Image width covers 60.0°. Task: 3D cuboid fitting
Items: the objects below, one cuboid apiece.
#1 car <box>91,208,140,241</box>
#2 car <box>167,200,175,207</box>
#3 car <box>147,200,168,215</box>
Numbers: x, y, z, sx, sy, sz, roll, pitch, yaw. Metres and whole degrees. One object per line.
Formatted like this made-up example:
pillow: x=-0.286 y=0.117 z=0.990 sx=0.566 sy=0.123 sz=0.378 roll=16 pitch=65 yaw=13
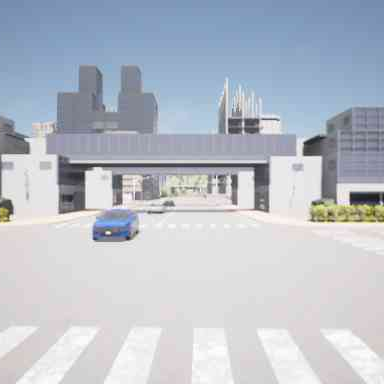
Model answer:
car: x=-3.973 y=1.648 z=17.874 sx=1.882 sy=1.535 sz=5.008 roll=0 pitch=-1 yaw=-2
car: x=-4.265 y=2.116 z=62.516 sx=1.994 sy=1.385 sz=4.181 roll=0 pitch=0 yaw=0
car: x=-4.225 y=1.957 z=39.574 sx=1.895 sy=1.301 sz=4.718 roll=0 pitch=0 yaw=0
